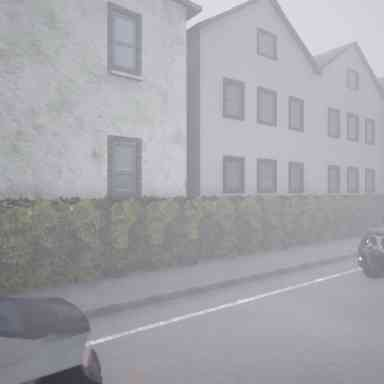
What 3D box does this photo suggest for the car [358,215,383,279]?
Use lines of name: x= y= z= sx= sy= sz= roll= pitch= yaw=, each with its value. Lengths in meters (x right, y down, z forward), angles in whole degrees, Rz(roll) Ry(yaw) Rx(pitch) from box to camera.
car: x=6.758 y=1.224 z=9.016 sx=5.566 sy=2.045 sz=2.150 roll=1 pitch=0 yaw=-37

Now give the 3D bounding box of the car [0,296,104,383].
car: x=-2.970 y=1.492 z=1.814 sx=4.902 sy=1.511 sz=2.128 roll=0 pitch=0 yaw=-37
